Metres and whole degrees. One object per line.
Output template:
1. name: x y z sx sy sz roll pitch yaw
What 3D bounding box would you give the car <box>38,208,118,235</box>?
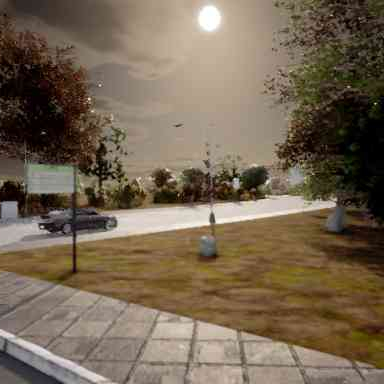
1. car: -6.831 1.725 20.456 1.837 1.490 4.892 -1 -1 39
